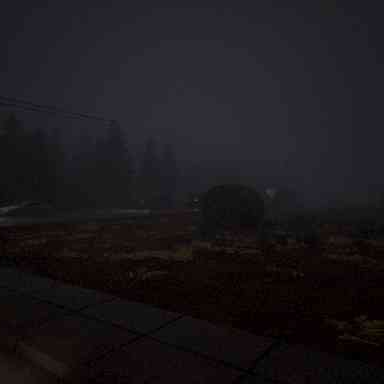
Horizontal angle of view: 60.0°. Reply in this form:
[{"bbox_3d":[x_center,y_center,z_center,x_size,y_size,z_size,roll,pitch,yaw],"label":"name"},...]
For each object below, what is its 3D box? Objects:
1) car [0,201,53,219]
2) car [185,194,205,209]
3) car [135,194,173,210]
[{"bbox_3d":[-15.003,1.552,30.175,1.812,1.442,4.674,0,0,36],"label":"car"},{"bbox_3d":[1.412,1.248,46.165,2.150,2.045,5.566,0,0,38],"label":"car"},{"bbox_3d":[-4.910,1.250,43.797,2.150,2.045,5.566,0,0,37],"label":"car"}]
